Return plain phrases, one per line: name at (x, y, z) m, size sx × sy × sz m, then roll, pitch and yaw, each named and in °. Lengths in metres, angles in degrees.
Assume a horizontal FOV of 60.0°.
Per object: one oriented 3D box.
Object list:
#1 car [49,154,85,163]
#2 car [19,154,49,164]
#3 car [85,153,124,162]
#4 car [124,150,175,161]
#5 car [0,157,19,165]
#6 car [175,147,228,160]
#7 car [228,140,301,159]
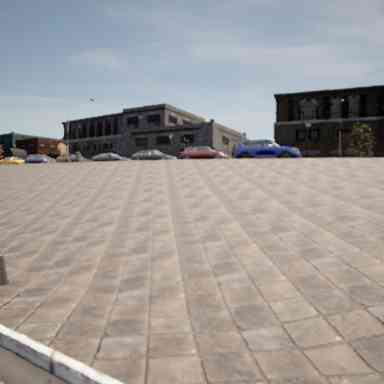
car at (-13.538, -3.565, 38.134) m, size 4.792 × 1.488 × 2.163 m, roll 1°, pitch 1°, yaw 29°
car at (-18.531, -3.831, 40.933) m, size 4.553 × 1.767 × 2.185 m, roll 1°, pitch 1°, yaw 31°
car at (-8.674, -3.448, 35.527) m, size 4.674 × 1.452 × 2.002 m, roll 1°, pitch 1°, yaw 28°
car at (-3.842, -3.381, 33.069) m, size 4.892 × 1.521 × 2.231 m, roll 1°, pitch 1°, yaw 27°
car at (-23.285, -3.813, 43.749) m, size 5.008 × 1.535 × 2.097 m, roll 1°, pitch 1°, yaw 32°
car at (1.239, -3.379, 30.627) m, size 4.553 × 1.767 × 2.185 m, roll 1°, pitch 1°, yaw 26°
car at (6.340, -3.355, 28.288) m, size 5.566 × 2.045 × 2.435 m, roll 2°, pitch 1°, yaw 25°
